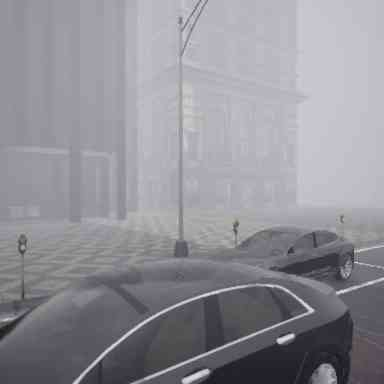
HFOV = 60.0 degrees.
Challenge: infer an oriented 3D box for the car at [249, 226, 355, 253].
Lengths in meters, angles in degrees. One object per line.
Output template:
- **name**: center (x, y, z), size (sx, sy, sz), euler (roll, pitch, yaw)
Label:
- **car**: center (2.339, 1.565, 8.298), size (4.313, 1.339, 1.947), euler (0, 0, -35)

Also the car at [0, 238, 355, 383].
- **car**: center (-0.430, 1.504, 3.068), size (4.892, 1.490, 1.837), euler (0, 0, -35)
